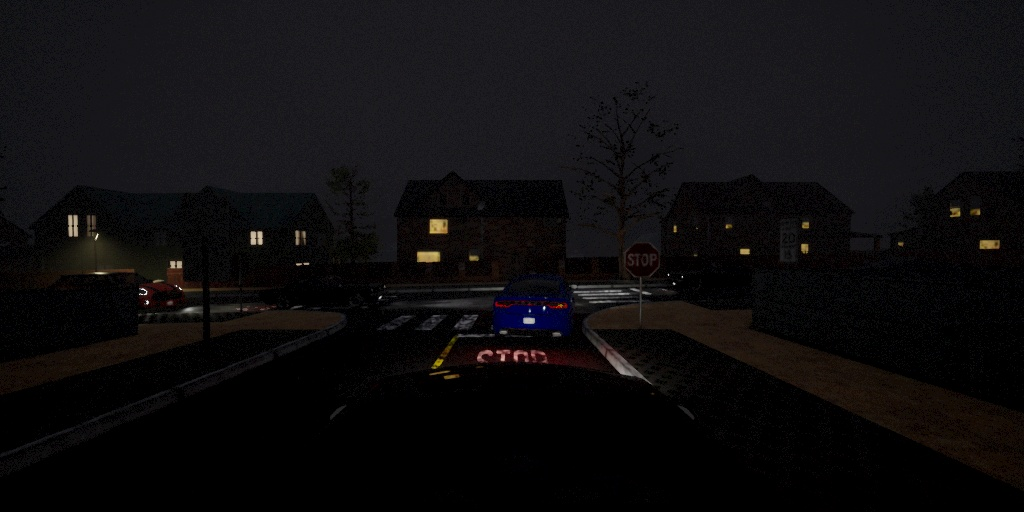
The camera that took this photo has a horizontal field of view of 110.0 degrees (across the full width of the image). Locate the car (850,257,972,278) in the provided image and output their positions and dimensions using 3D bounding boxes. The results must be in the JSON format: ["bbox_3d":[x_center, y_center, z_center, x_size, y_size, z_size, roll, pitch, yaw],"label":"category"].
[{"bbox_3d":[20.047,0.753,18.243,5.357,1.411,2.033,-1,1,0],"label":"car"}]

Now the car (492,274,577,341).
[{"bbox_3d":[0.781,1.226,10.061,1.882,1.535,5.008,0,0,10],"label":"car"}]

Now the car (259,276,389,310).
[{"bbox_3d":[-7.819,1.506,15.264,4.718,1.301,1.895,-1,1,0],"label":"car"}]

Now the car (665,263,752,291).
[{"bbox_3d":[10.401,1.034,18.201,4.718,1.301,1.895,-1,1,-1],"label":"car"}]

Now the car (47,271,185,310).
[{"bbox_3d":[-16.807,1.472,15.251,4.553,1.767,2.097,-1,1,0],"label":"car"}]
